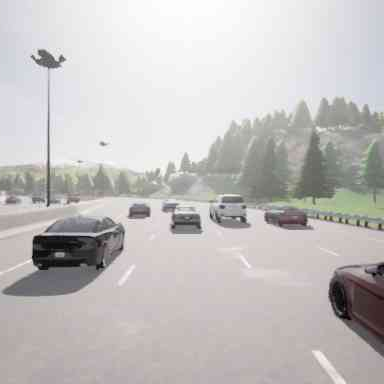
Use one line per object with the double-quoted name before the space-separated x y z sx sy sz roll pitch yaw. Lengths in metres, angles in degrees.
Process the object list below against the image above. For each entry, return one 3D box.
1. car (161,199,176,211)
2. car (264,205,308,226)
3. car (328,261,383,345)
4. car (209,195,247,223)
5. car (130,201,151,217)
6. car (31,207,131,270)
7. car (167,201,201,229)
"car" -2.695 1.549 40.888 2.033 1.411 5.357 0 0 -9
"car" 6.412 1.566 23.170 1.994 1.385 4.181 0 0 -4
"car" 3.590 1.565 4.672 1.994 1.385 4.181 0 0 0
"car" 2.698 1.223 26.003 2.150 2.045 5.566 0 0 -5
"car" -4.989 1.565 31.929 1.994 1.385 4.181 0 0 -7
"car" -3.496 1.478 11.124 1.882 1.535 5.008 0 0 -1
"car" -0.469 1.548 21.835 2.033 1.411 5.357 0 0 -4
